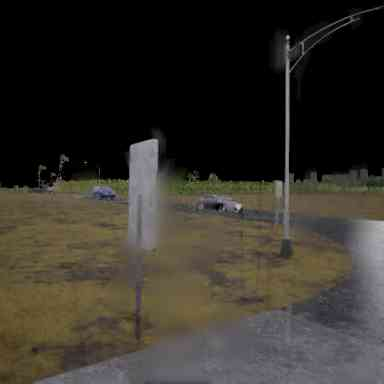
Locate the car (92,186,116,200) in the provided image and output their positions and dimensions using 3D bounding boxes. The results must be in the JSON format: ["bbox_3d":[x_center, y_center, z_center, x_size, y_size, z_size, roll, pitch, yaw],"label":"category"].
[{"bbox_3d":[-13.711,0.086,51.497,2.150,2.045,5.566,1,0,-35],"label":"car"}]

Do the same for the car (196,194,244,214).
[{"bbox_3d":[2.334,0.982,28.482,2.128,1.511,4.902,1,0,-35],"label":"car"}]
